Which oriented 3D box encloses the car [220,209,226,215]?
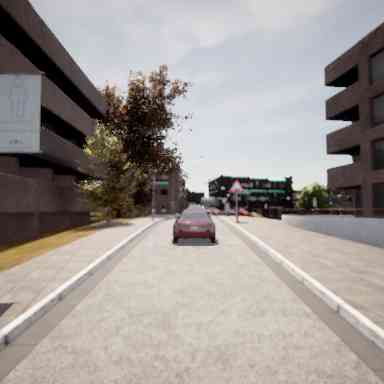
[{"bbox_3d":[4.846,4.334,73.359,2.185,1.767,4.553,5,-5,-31],"label":"car"}]

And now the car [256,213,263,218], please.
[{"bbox_3d":[13.649,5.336,75.092,1.946,1.575,5.366,8,-6,-30],"label":"car"}]

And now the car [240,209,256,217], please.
[{"bbox_3d":[10.816,4.780,74.407,2.435,2.045,5.566,8,-6,-30],"label":"car"}]

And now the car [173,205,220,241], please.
[{"bbox_3d":[0.101,1.535,16.289,1.994,1.385,4.181,0,0,0],"label":"car"}]

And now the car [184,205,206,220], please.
[{"bbox_3d":[0.339,2.016,33.971,2.033,1.411,5.357,0,-3,1],"label":"car"}]

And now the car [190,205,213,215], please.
[{"bbox_3d":[1.967,4.026,72.778,2.435,2.045,5.566,2,-4,-30],"label":"car"}]

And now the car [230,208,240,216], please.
[{"bbox_3d":[7.819,4.598,73.852,2.185,1.767,4.553,7,-6,-30],"label":"car"}]
